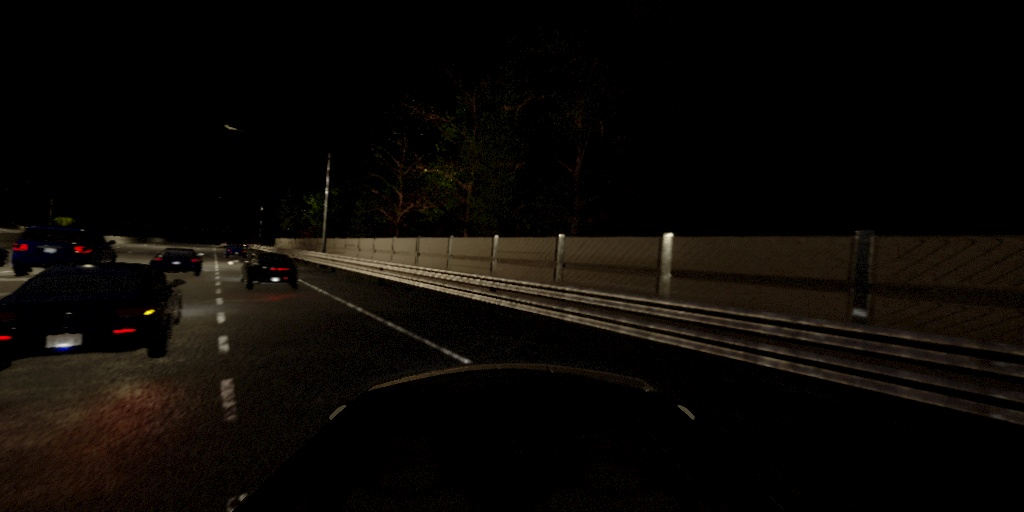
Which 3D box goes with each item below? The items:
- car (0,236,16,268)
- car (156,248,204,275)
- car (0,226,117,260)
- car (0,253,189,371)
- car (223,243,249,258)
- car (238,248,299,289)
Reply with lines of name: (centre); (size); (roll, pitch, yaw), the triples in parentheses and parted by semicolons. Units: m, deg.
car: (-23.686, -0.173, 15.294); (1.812, 1.442, 4.674); (4, 0, -40)
car: (-18.064, 0.247, 19.466); (1.994, 1.385, 4.181); (4, 0, -40)
car: (-19.812, -0.226, 16.125); (2.150, 2.045, 5.566); (4, 0, -40)
car: (-7.209, 0.835, 6.385); (1.812, 1.442, 4.674); (4, 0, -40)
car: (-31.947, -0.554, 41.503); (1.812, 1.442, 4.674); (4, 0, -40)
car: (-11.104, 0.617, 16.394); (1.837, 1.490, 4.892); (4, 0, -40)
